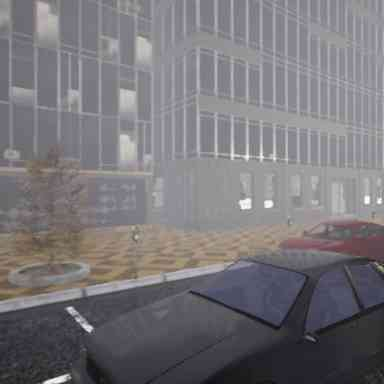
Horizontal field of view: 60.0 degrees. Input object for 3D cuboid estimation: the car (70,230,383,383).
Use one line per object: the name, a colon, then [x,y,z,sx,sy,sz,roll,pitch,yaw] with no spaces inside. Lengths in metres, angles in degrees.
car: [1.355,1.532,4.345,5.357,1.411,2.033,0,0,-36]

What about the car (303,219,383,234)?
car: [4.395,1.504,9.694,4.507,1.381,1.887,0,0,-36]
